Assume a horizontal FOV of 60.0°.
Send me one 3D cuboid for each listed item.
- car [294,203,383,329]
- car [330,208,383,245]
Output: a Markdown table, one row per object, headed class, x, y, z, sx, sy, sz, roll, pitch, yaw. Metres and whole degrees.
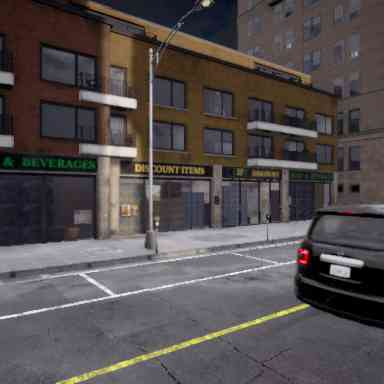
| class | x | y | z | sx | sy | sz | roll | pitch | yaw |
| --- | --- | --- | --- | --- | --- | --- | --- | --- | --- |
| car | 4.323 | 1.223 | 6.363 | 5.566 | 2.045 | 2.150 | 0 | 0 | -35 |
| car | 8.836 | 1.567 | 16.200 | 4.313 | 1.339 | 1.947 | 0 | 0 | -35 |
